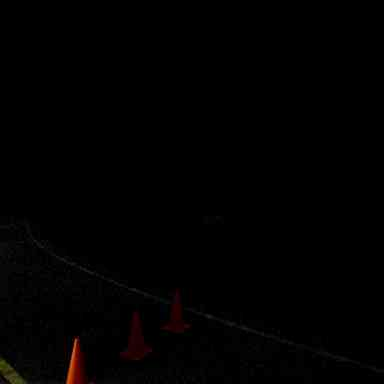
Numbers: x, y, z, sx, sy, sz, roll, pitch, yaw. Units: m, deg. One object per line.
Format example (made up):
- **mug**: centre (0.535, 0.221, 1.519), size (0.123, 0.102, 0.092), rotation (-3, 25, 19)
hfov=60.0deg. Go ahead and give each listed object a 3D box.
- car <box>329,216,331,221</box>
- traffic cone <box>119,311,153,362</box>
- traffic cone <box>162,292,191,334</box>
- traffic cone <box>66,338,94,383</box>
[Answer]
- **car**: centre (35.642, 6.632, 82.726), size (1.851, 1.617, 3.988), rotation (-4, -3, 4)
- **traffic cone**: centre (-0.770, 1.938, 4.597), size (0.340, 0.580, 0.340), rotation (1, 1, 32)
- **traffic cone**: centre (-0.250, 1.931, 5.447), size (0.340, 0.580, 0.340), rotation (1, 1, 31)
- **traffic cone**: centre (-1.289, 1.945, 3.746), size (0.340, 0.580, 0.340), rotation (1, 1, 31)
